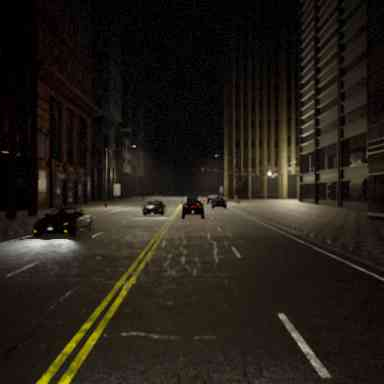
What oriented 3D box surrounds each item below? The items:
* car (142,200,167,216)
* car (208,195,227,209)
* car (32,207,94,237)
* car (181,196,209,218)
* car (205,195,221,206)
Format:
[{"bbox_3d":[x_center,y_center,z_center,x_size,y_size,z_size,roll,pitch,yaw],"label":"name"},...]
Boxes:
[{"bbox_3d":[-3.363,1.431,30.781,2.033,1.411,5.357,0,0,0],"label":"car"},{"bbox_3d":[3.335,1.363,41.883,2.033,1.411,5.357,0,0,0],"label":"car"},{"bbox_3d":[-6.607,1.510,17.480,1.994,1.385,4.181,0,0,0],"label":"car"},{"bbox_3d":[0.089,1.384,28.979,2.128,1.511,4.902,0,0,0],"label":"car"},{"bbox_3d":[3.230,1.238,51.637,2.128,1.511,4.902,0,0,0],"label":"car"}]
